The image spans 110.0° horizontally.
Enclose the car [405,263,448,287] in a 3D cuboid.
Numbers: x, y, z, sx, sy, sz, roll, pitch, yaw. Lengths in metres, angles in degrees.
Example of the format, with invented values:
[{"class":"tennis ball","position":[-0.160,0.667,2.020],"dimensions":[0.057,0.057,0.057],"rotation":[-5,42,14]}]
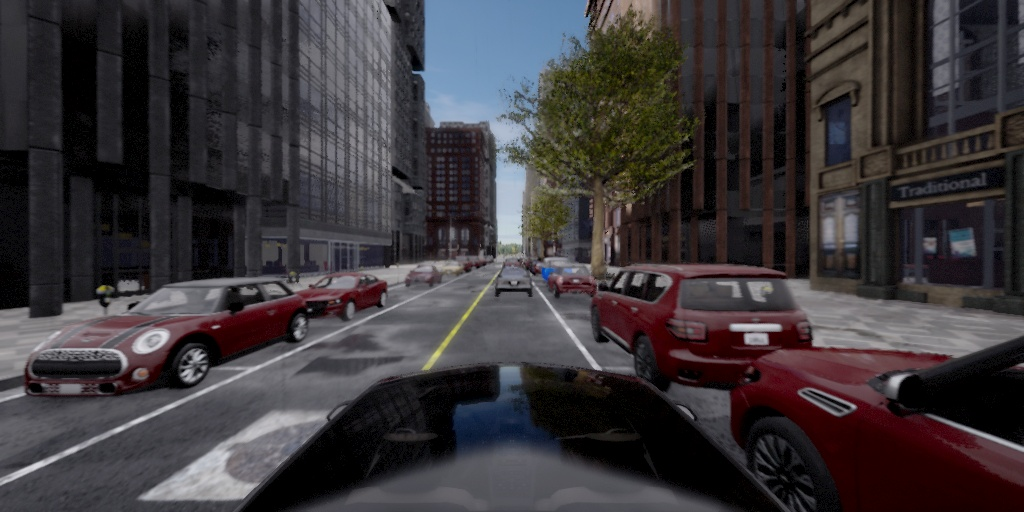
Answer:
[{"class":"car","position":[-5.677,1.244,23.515],"dimensions":[1.802,1.307,4.207],"rotation":[0,0,0]}]

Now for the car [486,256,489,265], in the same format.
[{"class":"car","position":[-5.693,0.879,62.983],"dimensions":[2.192,1.841,5.009],"rotation":[0,0,0]}]

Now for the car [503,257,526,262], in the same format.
[{"class":"car","position":[0.082,0.963,39.003],"dimensions":[2.097,1.767,4.553],"rotation":[0,0,0]}]

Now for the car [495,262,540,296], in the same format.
[{"class":"car","position":[0.092,1.230,18.526],"dimensions":[2.033,1.411,5.357],"rotation":[0,0,0]}]

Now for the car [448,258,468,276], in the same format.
[{"class":"car","position":[-5.682,1.147,34.621],"dimensions":[1.751,1.417,4.829],"rotation":[0,0,0]}]

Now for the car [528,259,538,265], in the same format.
[{"class":"car","position":[2.844,1.203,34.784],"dimensions":[1.802,1.307,4.207],"rotation":[0,0,0]}]

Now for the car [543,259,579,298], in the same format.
[{"class":"car","position":[2.851,1.124,17.866],"dimensions":[1.967,1.591,4.097],"rotation":[0,0,0]}]

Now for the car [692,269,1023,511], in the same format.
[{"class":"car","position":[2.858,1.068,0.948],"dimensions":[2.192,1.841,5.009],"rotation":[0,0,0]}]

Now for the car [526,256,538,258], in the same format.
[{"class":"car","position":[2.839,0.912,46.062],"dimensions":[2.192,1.841,5.009],"rotation":[0,0,0]}]

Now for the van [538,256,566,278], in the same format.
[{"class":"van","position":[2.848,1.002,23.506],"dimensions":[1.690,1.789,3.998],"rotation":[0,0,0]}]

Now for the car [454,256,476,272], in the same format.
[{"class":"car","position":[-5.684,0.923,40.428],"dimensions":[2.192,1.841,5.009],"rotation":[0,0,0]}]

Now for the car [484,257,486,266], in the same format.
[{"class":"car","position":[-5.691,1.141,57.345],"dimensions":[1.948,1.339,4.313],"rotation":[0,0,0]}]

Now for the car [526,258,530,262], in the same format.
[{"class":"car","position":[2.841,1.174,40.422],"dimensions":[1.948,1.339,4.313],"rotation":[0,0,0]}]

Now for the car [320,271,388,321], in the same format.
[{"class":"car","position":[-5.672,1.253,12.236],"dimensions":[1.888,1.381,4.507],"rotation":[0,0,0]}]

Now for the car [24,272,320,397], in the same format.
[{"class":"car","position":[-5.670,1.170,6.597],"dimensions":[1.967,1.591,4.097],"rotation":[0,0,0]}]

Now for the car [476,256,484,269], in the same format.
[{"class":"car","position":[-5.689,0.901,51.706],"dimensions":[2.192,1.841,5.009],"rotation":[0,0,0]}]

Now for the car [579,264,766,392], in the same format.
[{"class":"car","position":[2.855,1.045,6.587],"dimensions":[2.192,1.841,5.009],"rotation":[0,0,0]}]
